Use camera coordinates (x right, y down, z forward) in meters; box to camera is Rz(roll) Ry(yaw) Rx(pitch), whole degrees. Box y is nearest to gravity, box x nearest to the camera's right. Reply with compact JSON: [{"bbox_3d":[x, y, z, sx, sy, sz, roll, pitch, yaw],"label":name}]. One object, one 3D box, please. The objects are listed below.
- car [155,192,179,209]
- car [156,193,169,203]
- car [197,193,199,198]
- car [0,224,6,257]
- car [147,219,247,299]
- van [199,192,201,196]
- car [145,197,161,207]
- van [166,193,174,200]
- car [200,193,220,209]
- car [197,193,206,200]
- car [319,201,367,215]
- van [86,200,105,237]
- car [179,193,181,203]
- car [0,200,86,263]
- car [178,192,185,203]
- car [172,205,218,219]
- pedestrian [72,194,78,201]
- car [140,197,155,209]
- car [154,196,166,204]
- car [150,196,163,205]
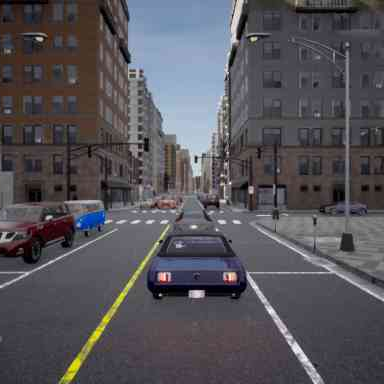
[{"bbox_3d":[-3.189,1.291,43.395,2.097,1.767,4.553,0,0,2],"label":"car"},{"bbox_3d":[-5.920,1.188,67.381,2.192,1.841,5.009,0,0,0],"label":"car"},{"bbox_3d":[2.600,1.381,73.195,1.752,1.417,4.829,0,0,0],"label":"car"},{"bbox_3d":[-5.865,1.565,6.463,1.947,1.339,4.313,0,0,0],"label":"car"},{"bbox_3d":[0.091,1.600,8.381,1.895,1.301,4.718,0,0,0],"label":"car"},{"bbox_3d":[2.611,1.230,61.711,1.690,1.788,3.998,0,0,0],"label":"van"},{"bbox_3d":[-5.905,1.486,50.416,1.947,1.339,4.313,0,0,0],"label":"car"},{"bbox_3d":[-5.941,1.145,90.000,1.690,1.788,3.998,0,0,0],"label":"van"},{"bbox_3d":[2.627,1.250,44.741,2.192,1.841,5.009,0,0,0],"label":"car"},{"bbox_3d":[2.584,1.119,89.993,2.192,1.841,5.009,0,0,0],"label":"car"},{"bbox_3d":[14.615,1.521,32.283,4.181,1.385,1.994,0,0,1],"label":"car"},{"bbox_3d":[-5.875,1.338,17.745,1.690,1.788,3.998,0,0,0],"label":"van"},{"bbox_3d":[-3.136,1.417,53.440,1.837,1.490,4.892,0,0,0],"label":"car"},{"bbox_3d":[-5.870,1.314,12.104,2.192,1.841,5.009,0,0,0],"label":"car"},{"bbox_3d":[-3.077,1.093,67.463,2.150,2.045,5.566,0,0,0],"label":"car"},{"bbox_3d":[0.079,1.561,17.141,1.994,1.385,4.181,0,0,0],"label":"car"},{"bbox_3d":[-12.585,1.094,35.704,0.375,1.860,0.375,0,0,1],"label":"pedestrian"},{"bbox_3d":[-5.899,1.461,44.591,1.752,1.417,4.829,0,0,0],"label":"car"},{"bbox_3d":[-5.915,1.415,61.556,1.752,1.417,4.829,0,0,0],"label":"car"},{"bbox_3d":[-5.909,1.431,55.901,1.752,1.417,4.829,0,0,0],"label":"car"}]
